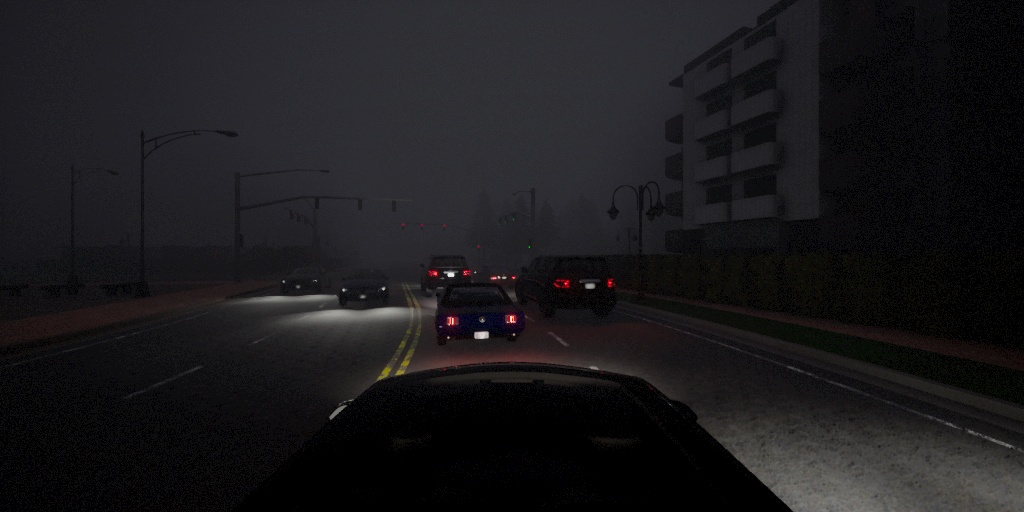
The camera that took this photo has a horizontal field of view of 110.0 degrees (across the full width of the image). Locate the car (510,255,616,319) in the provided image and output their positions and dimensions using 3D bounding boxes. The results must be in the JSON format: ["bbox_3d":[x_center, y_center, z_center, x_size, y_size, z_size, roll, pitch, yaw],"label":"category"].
[{"bbox_3d":[1.697,0.972,13.094,2.150,2.045,5.566,0,0,-13],"label":"car"}]

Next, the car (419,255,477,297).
[{"bbox_3d":[-3.614,0.971,19.025,2.150,2.045,5.566,0,0,-18],"label":"car"}]

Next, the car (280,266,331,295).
[{"bbox_3d":[-11.416,1.275,20.150,1.812,1.442,4.674,0,0,-18],"label":"car"}]

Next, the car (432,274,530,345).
[{"bbox_3d":[-1.078,1.351,9.590,1.895,1.301,4.718,0,0,-12],"label":"car"}]

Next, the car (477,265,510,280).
[{"bbox_3d":[-1.205,1.297,22.919,2.033,1.411,5.357,0,0,-18],"label":"car"}]

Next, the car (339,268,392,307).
[{"bbox_3d":[-6.363,1.275,15.822,1.812,1.442,4.674,0,0,-18],"label":"car"}]
